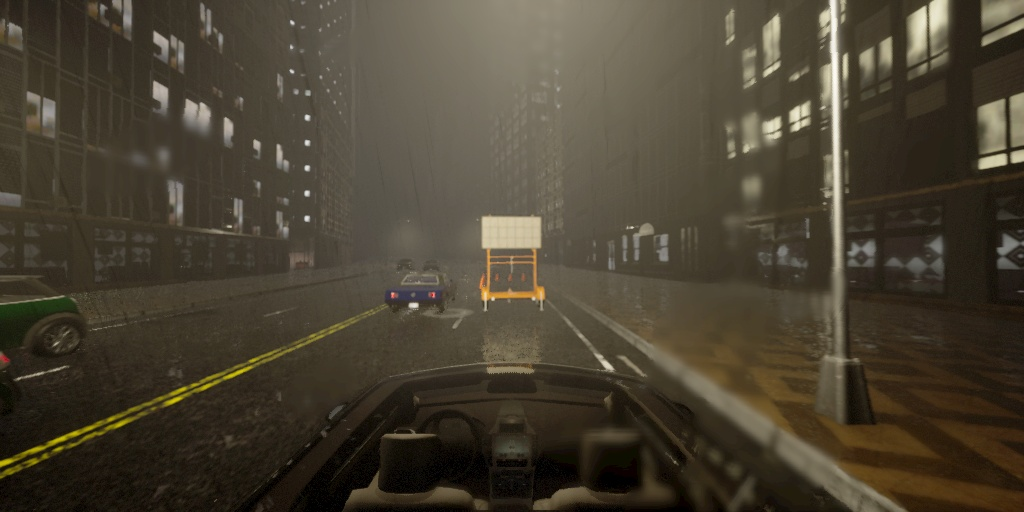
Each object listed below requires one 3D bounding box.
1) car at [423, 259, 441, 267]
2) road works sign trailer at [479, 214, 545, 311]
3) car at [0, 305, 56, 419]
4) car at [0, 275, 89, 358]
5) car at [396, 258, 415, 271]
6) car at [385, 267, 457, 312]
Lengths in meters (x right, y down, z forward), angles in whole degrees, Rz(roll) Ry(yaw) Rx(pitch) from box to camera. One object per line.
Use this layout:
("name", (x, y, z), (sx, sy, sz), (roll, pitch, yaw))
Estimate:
("car", (-9.512, 1.097, 42.734), (2.033, 1.411, 5.357), (0, 0, -9))
("road works sign trailer", (-0.015, 0.145, 14.135), (2.380, 3.560, 2.880), (0, 0, -3))
("car", (-6.619, 1.341, 2.291), (1.994, 1.385, 4.181), (0, 0, 1))
("car", (-9.844, 1.124, 5.411), (2.097, 1.767, 4.553), (0, 0, 0))
("car", (-13.089, 1.051, 44.345), (1.837, 1.490, 4.892), (0, 0, -10))
("car", (-3.266, 1.294, 13.865), (1.895, 1.301, 4.718), (0, 0, -2))
